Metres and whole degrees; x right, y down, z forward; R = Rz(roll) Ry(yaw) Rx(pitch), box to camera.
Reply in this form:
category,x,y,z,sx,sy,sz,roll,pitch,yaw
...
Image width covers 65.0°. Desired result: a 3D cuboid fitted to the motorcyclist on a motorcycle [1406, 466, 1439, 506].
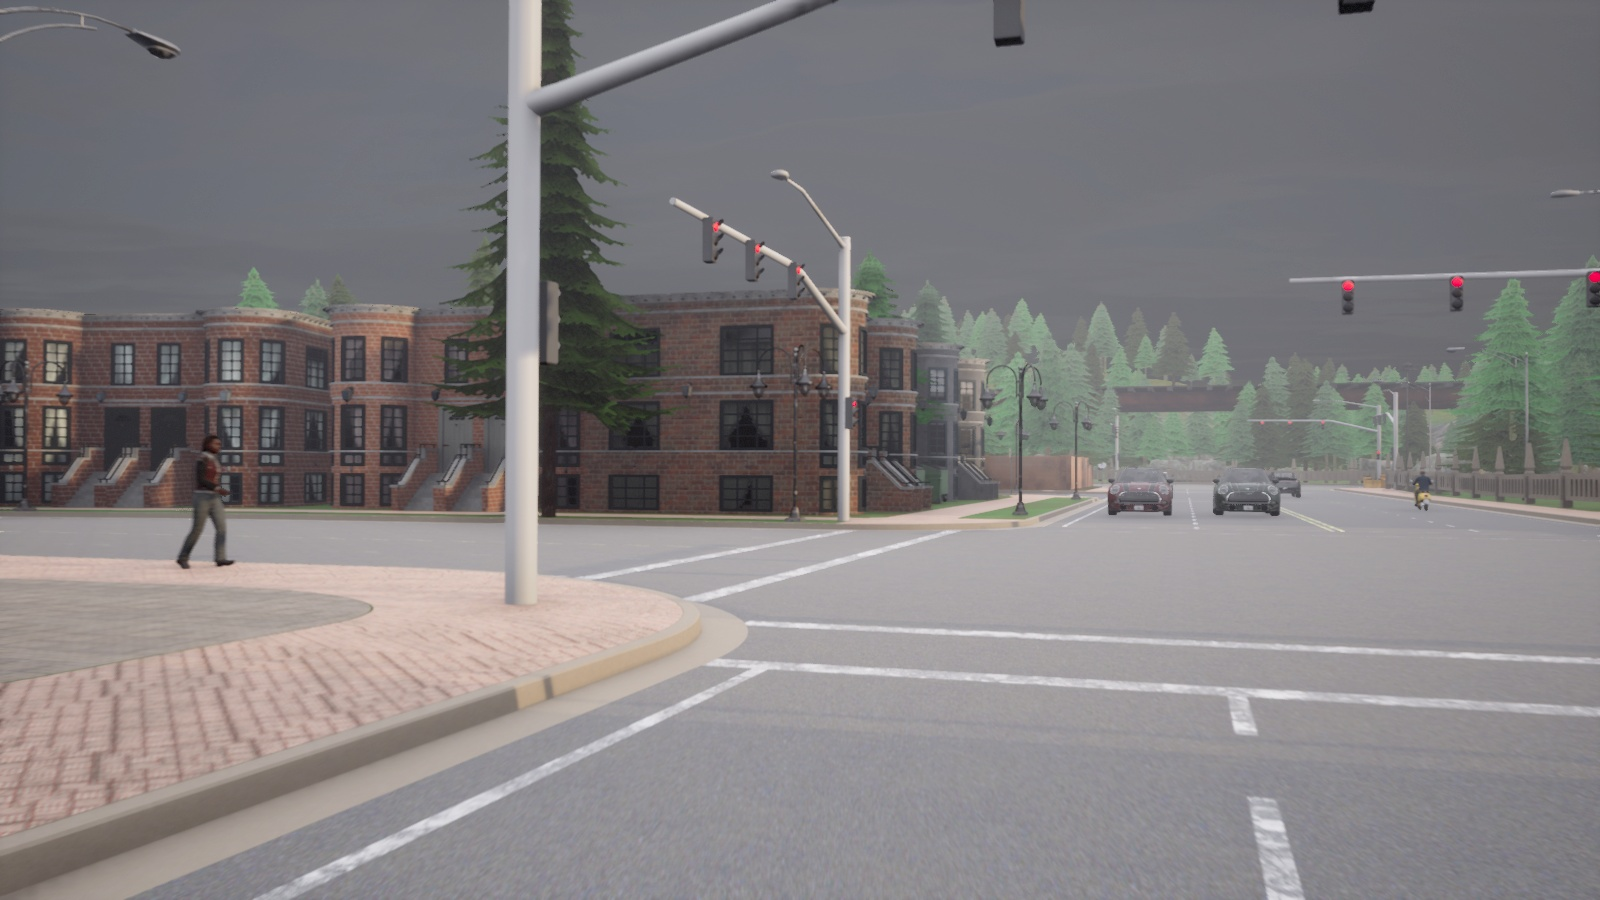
category,x,y,z,sx,sy,sz,roll,pitch,yaw
motorcyclist on a motorcycle,24.758,1.424,49.986,0.866,1.590,1.817,0,-1,17

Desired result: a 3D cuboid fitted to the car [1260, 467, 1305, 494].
category,x,y,z,sx,sy,sz,roll,pitch,yaw
car,28.539,1.781,74.372,2.128,1.511,4.902,0,-1,17

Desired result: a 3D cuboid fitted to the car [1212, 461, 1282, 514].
category,x,y,z,sx,sy,sz,roll,pitch,yaw
car,15.696,1.278,44.273,2.097,1.767,4.553,0,-1,17

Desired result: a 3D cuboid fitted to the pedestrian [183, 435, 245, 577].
category,x,y,z,sx,sy,sz,roll,pitch,yaw
pedestrian,-8.083,0.765,17.337,0.666,1.930,0.402,0,-1,10

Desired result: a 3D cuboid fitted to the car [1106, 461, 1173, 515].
category,x,y,z,sx,sy,sz,roll,pitch,yaw
car,11.912,1.287,43.862,2.097,1.767,4.553,0,-1,17
